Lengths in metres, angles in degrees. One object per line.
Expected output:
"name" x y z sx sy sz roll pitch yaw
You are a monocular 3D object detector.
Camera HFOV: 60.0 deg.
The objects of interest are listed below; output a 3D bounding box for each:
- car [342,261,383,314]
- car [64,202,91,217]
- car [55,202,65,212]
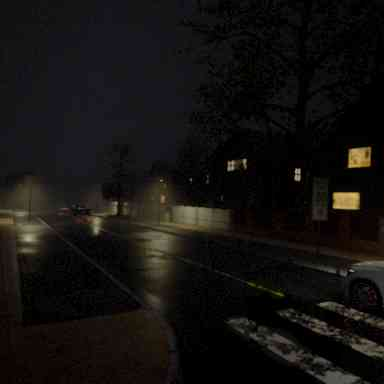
"car" 4.942 1.707 5.657 1.812 1.442 4.674 2 -1 -28
"car" -13.147 2.081 38.860 2.128 1.511 4.902 2 -2 -28
"car" -19.702 2.260 50.900 2.128 1.511 4.902 2 -2 -29
